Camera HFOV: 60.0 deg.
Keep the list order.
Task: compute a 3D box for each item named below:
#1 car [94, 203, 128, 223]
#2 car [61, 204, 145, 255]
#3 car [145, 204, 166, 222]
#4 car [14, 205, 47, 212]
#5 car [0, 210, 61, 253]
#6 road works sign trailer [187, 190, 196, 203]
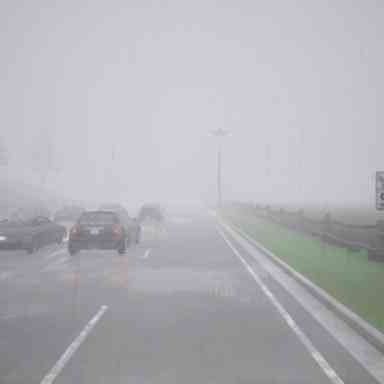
[{"bbox_3d":[-6.996,1.783,29.308,1.837,1.490,4.892,0,0,0],"label":"car"},{"bbox_3d":[-3.497,1.483,14.086,2.097,1.767,4.553,0,-1,0],"label":"car"},{"bbox_3d":[-3.496,1.783,29.303,1.837,1.490,4.892,0,0,0],"label":"car"},{"bbox_3d":[-13.995,1.840,29.293,1.994,1.385,4.181,0,0,0],"label":"car"},{"bbox_3d":[-6.994,1.699,14.294,1.994,1.385,4.181,0,0,0],"label":"car"},{"bbox_3d":[-0.194,1.343,93.759,2.380,3.560,2.880,0,-1,0],"label":"road works sign trailer"}]
